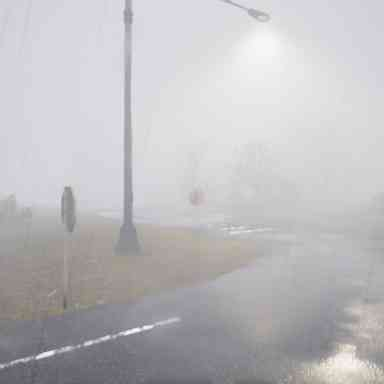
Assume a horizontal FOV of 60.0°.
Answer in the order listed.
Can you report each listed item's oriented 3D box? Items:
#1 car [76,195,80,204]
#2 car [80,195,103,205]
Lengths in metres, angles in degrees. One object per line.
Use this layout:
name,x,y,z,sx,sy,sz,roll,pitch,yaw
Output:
car,-19.410,1.322,58.743,2.128,1.511,4.902,0,0,-34
car,-16.171,1.193,54.013,2.097,1.767,4.553,0,0,-33
